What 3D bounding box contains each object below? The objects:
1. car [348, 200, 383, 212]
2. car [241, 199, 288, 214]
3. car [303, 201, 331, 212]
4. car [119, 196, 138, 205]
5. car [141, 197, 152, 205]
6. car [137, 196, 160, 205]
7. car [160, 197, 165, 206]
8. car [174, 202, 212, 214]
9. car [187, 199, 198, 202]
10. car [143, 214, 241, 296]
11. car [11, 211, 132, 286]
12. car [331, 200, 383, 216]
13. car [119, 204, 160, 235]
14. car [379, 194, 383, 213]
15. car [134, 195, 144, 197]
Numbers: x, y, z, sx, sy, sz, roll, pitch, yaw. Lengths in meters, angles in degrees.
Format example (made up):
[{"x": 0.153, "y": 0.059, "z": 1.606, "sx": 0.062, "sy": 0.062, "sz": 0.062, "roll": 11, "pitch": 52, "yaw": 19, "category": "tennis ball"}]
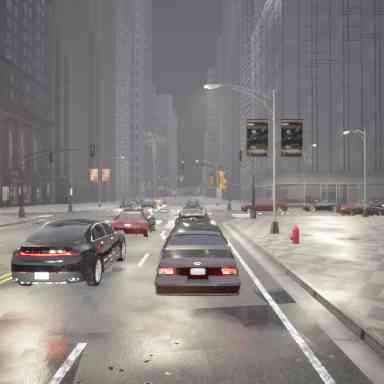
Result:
[{"x": 20.852, "y": 1.641, "z": 38.873, "sx": 4.313, "sy": 1.339, "sz": 1.947, "roll": 0, "pitch": 0, "yaw": -1, "category": "car"}, {"x": 7.848, "y": 1.570, "z": 36.314, "sx": 5.008, "sy": 1.535, "sz": 1.882, "roll": 0, "pitch": -1, "yaw": 5, "category": "car"}, {"x": 15.212, "y": 1.660, "z": 38.789, "sx": 4.313, "sy": 1.339, "sz": 1.947, "roll": 0, "pitch": 0, "yaw": -1, "category": "car"}, {"x": -9.840, "y": 1.731, "z": 50.775, "sx": 1.837, "sy": 1.490, "sz": 4.892, "roll": 0, "pitch": 0, "yaw": -2, "category": "car"}, {"x": -9.701, "y": 1.901, "z": 71.141, "sx": 1.812, "sy": 1.442, "sz": 4.674, "roll": 0, "pitch": 0, "yaw": 0, "category": "car"}, {"x": -6.559, "y": 1.775, "z": 50.886, "sx": 2.033, "sy": 1.411, "sz": 5.357, "roll": 0, "pitch": 0, "yaw": 0, "category": "car"}, {"x": -6.528, "y": 1.644, "z": 60.168, "sx": 2.097, "sy": 1.767, "sz": 4.553, "roll": 0, "pitch": 0, "yaw": 0, "category": "car"}, {"x": 0.059, "y": 1.542, "z": 18.545, "sx": 1.837, "sy": 1.490, "sz": 4.892, "roll": 0, "pitch": 0, "yaw": 1, "category": "car"}, {"x": 0.143, "y": 1.811, "z": 53.826, "sx": 1.994, "sy": 1.385, "sz": 4.181, "roll": 0, "pitch": 0, "yaw": 0, "category": "car"}, {"x": 0.112, "y": 1.557, "z": 8.806, "sx": 2.033, "sy": 1.411, "sz": 5.357, "roll": 0, "pitch": 0, "yaw": 0, "category": "car"}, {"x": -3.144, "y": 1.515, "z": 9.392, "sx": 1.837, "sy": 1.490, "sz": 4.892, "roll": 0, "pitch": 0, "yaw": 0, "category": "car"}, {"x": 15.336, "y": 1.576, "z": 30.266, "sx": 4.206, "sy": 1.307, "sz": 1.802, "roll": 0, "pitch": 0, "yaw": -1, "category": "car"}, {"x": -3.138, "y": 1.600, "z": 18.293, "sx": 1.994, "sy": 1.385, "sz": 4.181, "roll": 0, "pitch": 0, "yaw": 0, "category": "car"}, {"x": 23.770, "y": 1.257, "z": 36.158, "sx": 5.566, "sy": 2.045, "sz": 2.150, "roll": 0, "pitch": -1, "yaw": -1, "category": "car"}, {"x": -9.775, "y": 1.518, "z": 60.794, "sx": 2.150, "sy": 2.045, "sz": 5.566, "roll": 0, "pitch": 0, "yaw": 0, "category": "car"}]
